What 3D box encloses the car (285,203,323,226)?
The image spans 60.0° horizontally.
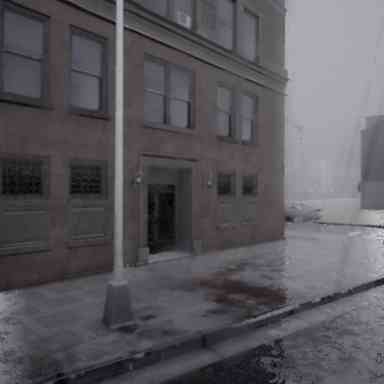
[{"bbox_3d":[6.701,1.526,23.526,2.128,1.511,4.902,0,0,-45],"label":"car"}]
